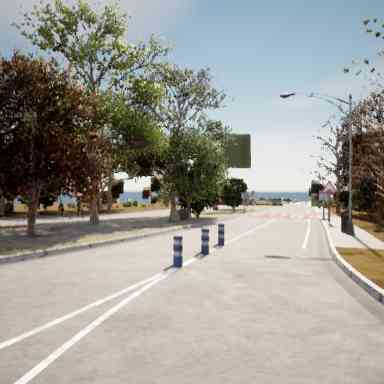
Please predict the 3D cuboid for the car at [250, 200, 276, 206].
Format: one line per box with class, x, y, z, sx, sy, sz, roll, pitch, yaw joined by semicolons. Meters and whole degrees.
car;19.845;3.260;93.064;5.366;1.575;1.946;0;-3;19
